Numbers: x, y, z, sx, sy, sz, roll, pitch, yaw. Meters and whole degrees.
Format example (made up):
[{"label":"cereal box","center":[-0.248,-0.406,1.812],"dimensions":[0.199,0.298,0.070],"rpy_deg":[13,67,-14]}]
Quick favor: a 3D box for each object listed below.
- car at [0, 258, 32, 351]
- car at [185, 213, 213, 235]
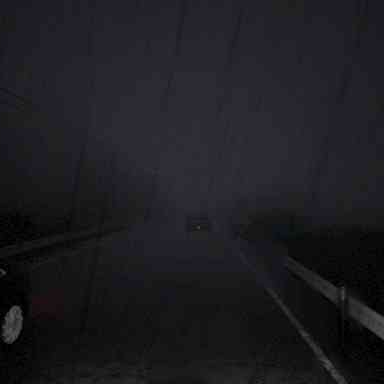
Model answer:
[{"label":"car","center":[-3.521,1.509,3.456],"dimensions":[1.837,1.490,4.892],"rpy_deg":[0,-1,1]},{"label":"car","center":[0.497,2.301,24.834],"dimensions":[2.128,1.511,4.902],"rpy_deg":[0,-3,1]}]
